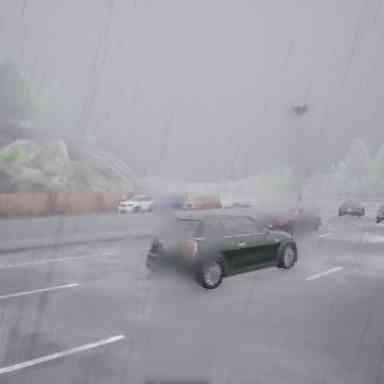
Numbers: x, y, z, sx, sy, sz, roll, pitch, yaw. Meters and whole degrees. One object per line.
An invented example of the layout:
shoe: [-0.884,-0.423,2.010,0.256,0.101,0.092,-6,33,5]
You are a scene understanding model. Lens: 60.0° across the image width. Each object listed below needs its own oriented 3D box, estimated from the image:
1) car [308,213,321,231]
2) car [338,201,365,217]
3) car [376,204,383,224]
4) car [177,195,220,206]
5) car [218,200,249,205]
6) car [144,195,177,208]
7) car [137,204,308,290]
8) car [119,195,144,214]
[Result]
car: [5.576,1.560,18.672,1.812,1.442,4.674,-1,0,43]
car: [15.171,1.579,31.539,1.994,1.385,4.181,-1,0,32]
car: [14.748,1.538,24.390,2.033,1.411,5.357,-1,0,35]
car: [1.195,1.351,35.762,2.150,2.045,5.566,0,0,34]
car: [4.915,1.702,35.102,1.895,1.301,4.718,-1,0,32]
car: [-2.319,1.380,36.815,2.150,2.045,5.566,0,0,34]
car: [1.042,1.383,9.467,4.553,1.767,2.097,0,0,-40]
car: [-5.768,1.409,37.971,2.150,2.045,5.566,0,0,36]
